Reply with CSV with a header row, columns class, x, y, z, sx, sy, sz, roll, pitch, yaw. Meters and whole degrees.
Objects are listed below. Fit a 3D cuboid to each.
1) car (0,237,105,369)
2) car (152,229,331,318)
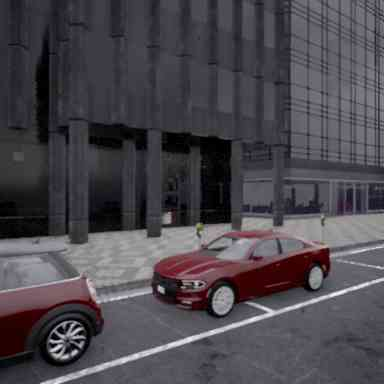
class,x,y,z,sx,sy,sz,roll,pitch,yaw
car,-3.330,1.440,4.157,4.097,1.590,1.967,0,0,-35
car,1.261,1.555,7.430,4.507,1.381,1.887,0,0,-35
